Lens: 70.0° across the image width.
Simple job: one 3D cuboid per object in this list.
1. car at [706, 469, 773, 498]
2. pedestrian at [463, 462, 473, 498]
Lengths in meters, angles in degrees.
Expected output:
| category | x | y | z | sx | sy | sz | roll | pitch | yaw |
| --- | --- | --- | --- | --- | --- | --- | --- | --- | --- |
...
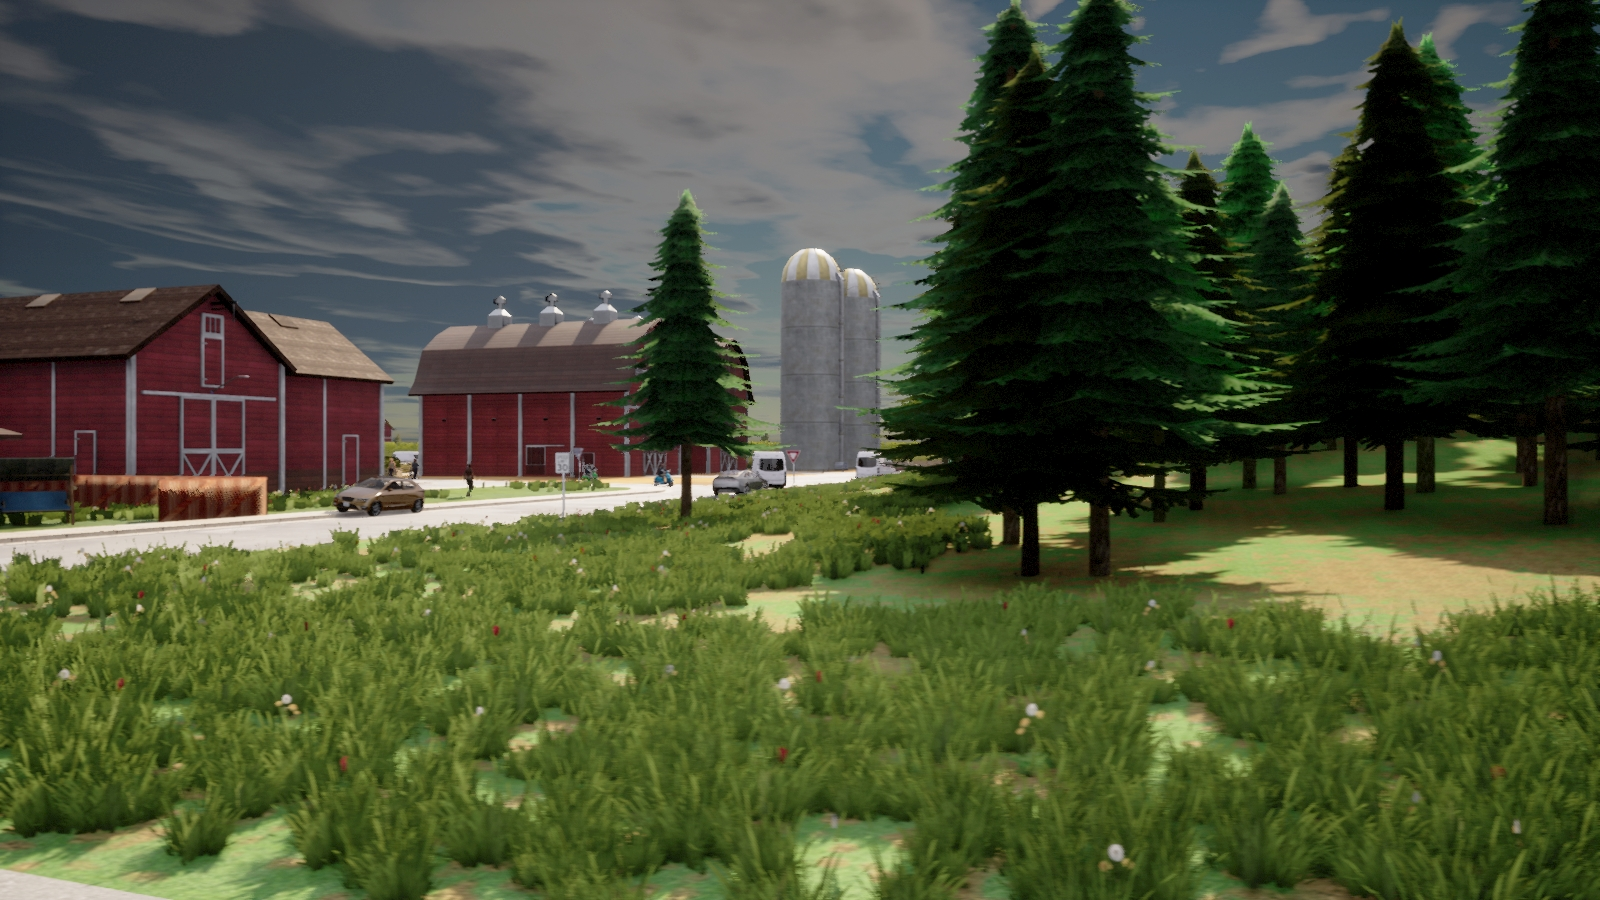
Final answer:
| category | x | y | z | sx | sy | sz | roll | pitch | yaw |
| --- | --- | --- | --- | --- | --- | --- | --- | --- | --- |
| car | -3.443 | 1.906 | 66.357 | 2.128 | 1.511 | 4.902 | 0 | 0 | 20 |
| pedestrian | -17.013 | 1.543 | 58.533 | 0.375 | 1.860 | 0.375 | 0 | 0 | 13 |
